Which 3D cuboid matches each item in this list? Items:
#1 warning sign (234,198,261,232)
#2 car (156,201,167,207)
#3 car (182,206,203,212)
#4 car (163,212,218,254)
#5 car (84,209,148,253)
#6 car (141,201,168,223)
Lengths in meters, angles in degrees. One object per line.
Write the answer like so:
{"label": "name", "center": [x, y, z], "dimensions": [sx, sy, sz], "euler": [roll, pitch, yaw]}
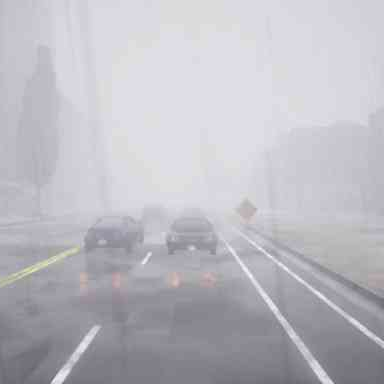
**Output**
{"label": "warning sign", "center": [3.199, 1.329, 19.327], "dimensions": [1.300, 1.860, 1.060], "euler": [-2, -3, 0]}
{"label": "car", "center": [-6.474, 2.589, 71.862], "dimensions": [1.994, 1.385, 4.181], "euler": [0, -1, 0]}
{"label": "car", "center": [0.017, 1.907, 29.369], "dimensions": [1.994, 1.385, 4.181], "euler": [0, -1, 0]}
{"label": "car", "center": [0.008, 1.752, 14.156], "dimensions": [1.895, 1.301, 4.718], "euler": [0, -1, 0]}
{"label": "car", "center": [-3.238, 1.680, 14.409], "dimensions": [1.812, 1.442, 4.674], "euler": [0, 0, 0]}
{"label": "car", "center": [-3.235, 1.851, 29.346], "dimensions": [1.837, 1.490, 4.892], "euler": [0, 0, 0]}
